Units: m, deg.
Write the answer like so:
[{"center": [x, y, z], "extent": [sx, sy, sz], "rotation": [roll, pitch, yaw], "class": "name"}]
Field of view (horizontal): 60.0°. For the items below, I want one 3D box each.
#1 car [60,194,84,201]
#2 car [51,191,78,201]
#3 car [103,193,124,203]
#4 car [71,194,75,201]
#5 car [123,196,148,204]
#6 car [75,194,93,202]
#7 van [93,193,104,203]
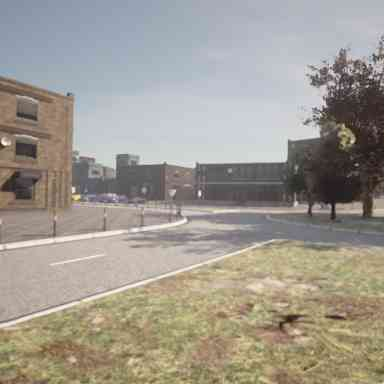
[{"center": [-27.326, 1.297, 76.040], "extent": [2.231, 1.521, 4.892], "rotation": [2, 0, 31], "class": "car"}, {"center": [-29.687, 0.981, 77.491], "extent": [2.435, 2.045, 5.566], "rotation": [2, 0, 31], "class": "car"}, {"center": [-15.391, 1.475, 68.910], "extent": [2.185, 1.767, 4.553], "rotation": [1, -1, 31], "class": "car"}, {"center": [-25.056, 1.357, 74.665], "extent": [2.097, 1.535, 5.008], "rotation": [2, 0, 31], "class": "car"}, {"center": [-10.766, 1.724, 66.061], "extent": [2.163, 1.488, 4.792], "rotation": [1, -1, 31], "class": "car"}, {"center": [-22.544, 1.299, 73.203], "extent": [2.185, 1.767, 4.553], "rotation": [2, 0, 31], "class": "car"}, {"center": [-17.957, 1.316, 70.280], "extent": [1.878, 1.987, 4.442], "rotation": [1, 0, 31], "class": "van"}]
